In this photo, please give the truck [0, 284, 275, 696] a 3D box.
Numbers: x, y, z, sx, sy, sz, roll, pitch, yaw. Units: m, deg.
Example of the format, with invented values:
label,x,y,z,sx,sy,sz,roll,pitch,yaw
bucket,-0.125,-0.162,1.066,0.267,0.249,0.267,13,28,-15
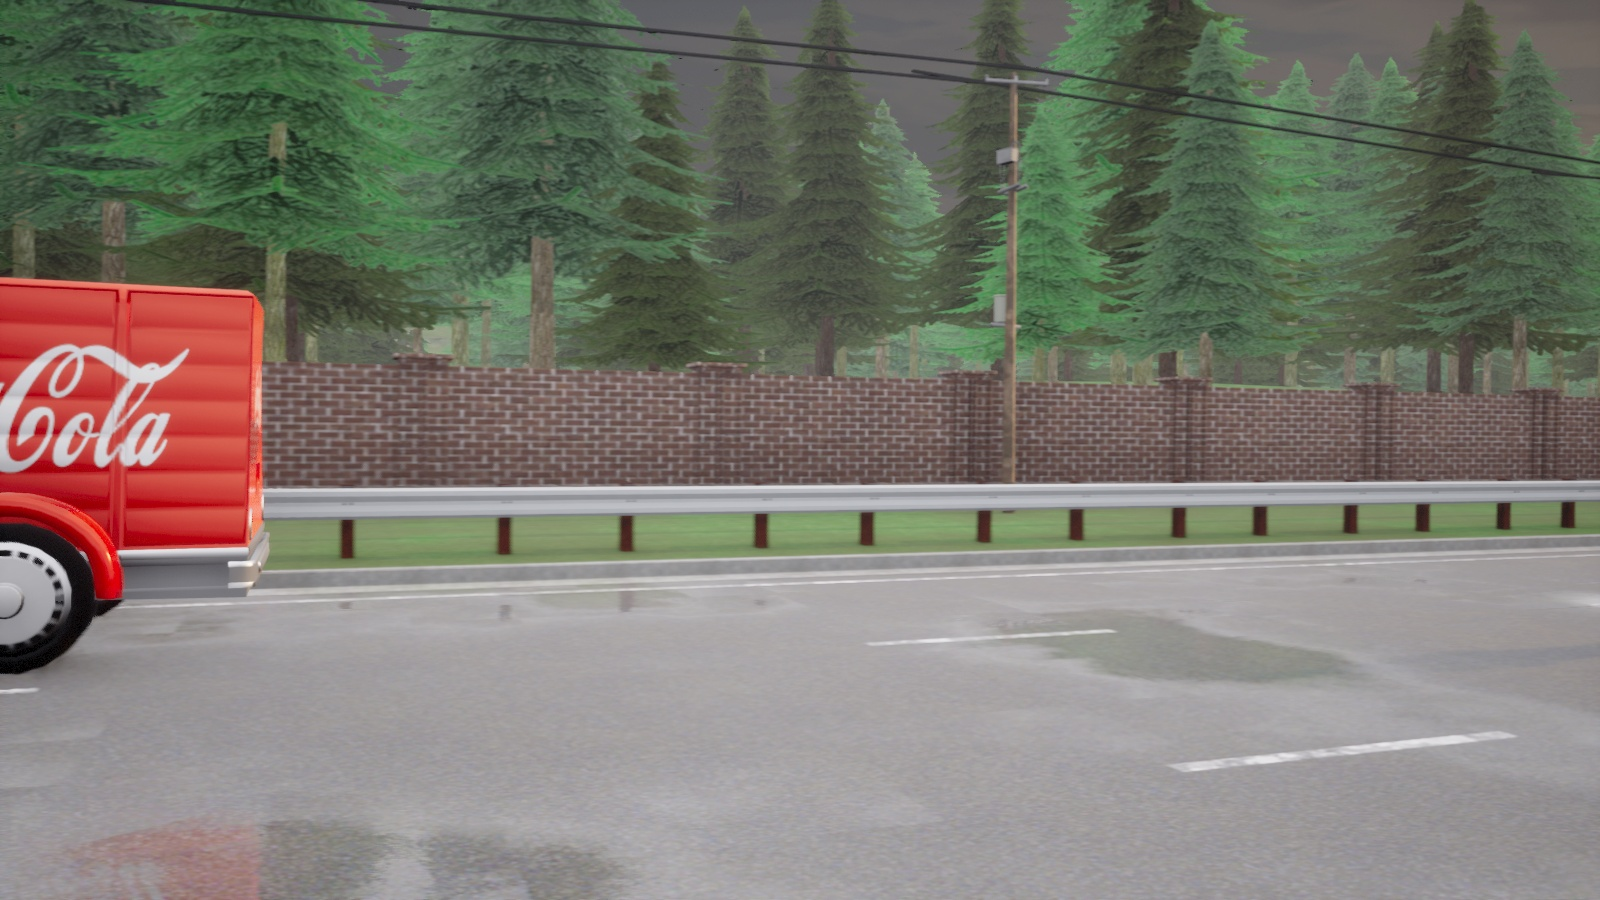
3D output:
label,x,y,z,sx,sy,sz,roll,pitch,yaw
truck,-6.358,0.245,8.307,5.204,2.467,2.627,-1,1,-21
